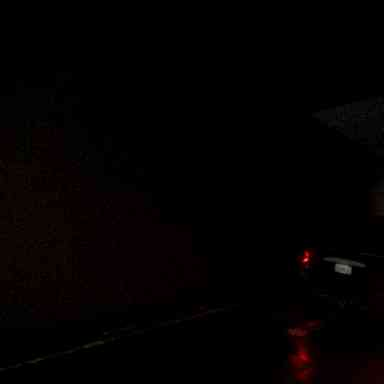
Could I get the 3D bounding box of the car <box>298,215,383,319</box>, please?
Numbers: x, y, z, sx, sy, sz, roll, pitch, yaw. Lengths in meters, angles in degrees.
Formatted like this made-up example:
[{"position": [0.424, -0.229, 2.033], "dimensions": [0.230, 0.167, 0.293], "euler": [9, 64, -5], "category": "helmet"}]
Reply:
[{"position": [4.282, 1.285, 6.835], "dimensions": [4.553, 1.767, 2.097], "euler": [-1, 1, -35], "category": "car"}]
